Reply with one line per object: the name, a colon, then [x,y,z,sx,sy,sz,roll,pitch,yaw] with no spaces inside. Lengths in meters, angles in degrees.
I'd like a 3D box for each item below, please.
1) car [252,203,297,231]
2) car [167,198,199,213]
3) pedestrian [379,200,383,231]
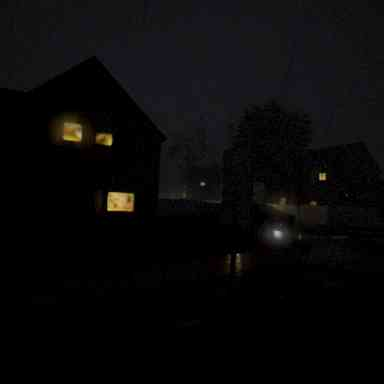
car: [4.104,1.430,20.253,1.882,1.535,5.008,4,-2,-33]
car: [-1.140,1.342,28.763,2.097,1.767,4.553,3,-2,-29]
pedestrian: [11.433,1.393,19.790,0.375,1.860,0.375,4,-2,-36]
